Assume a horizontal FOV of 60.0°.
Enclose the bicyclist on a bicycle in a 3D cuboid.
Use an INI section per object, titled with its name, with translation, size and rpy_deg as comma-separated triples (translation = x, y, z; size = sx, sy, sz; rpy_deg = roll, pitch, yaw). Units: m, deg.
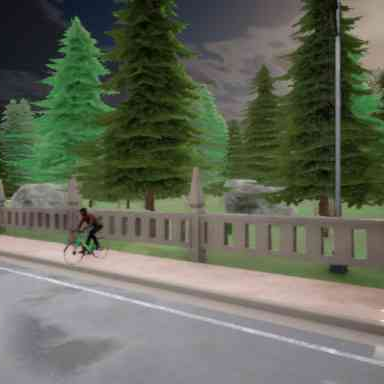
[bicyclist on a bicycle]
translation = -3.100, 1.282, 9.900
size = 0.582, 1.620, 1.656
rpy_deg = 0, 0, 34
